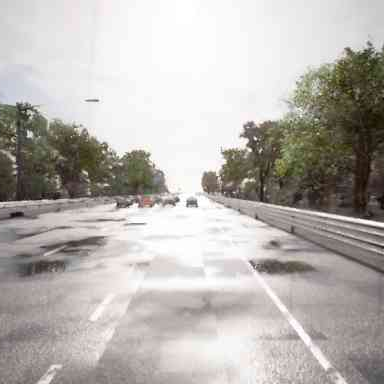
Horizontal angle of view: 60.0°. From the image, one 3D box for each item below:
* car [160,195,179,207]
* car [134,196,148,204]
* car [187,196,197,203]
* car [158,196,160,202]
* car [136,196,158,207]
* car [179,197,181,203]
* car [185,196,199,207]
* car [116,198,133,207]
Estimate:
[{"bbox_3d":[-3.499,1.533,51.618,1.837,1.490,4.892,0,0,0],"label":"car"},{"bbox_3d":[-10.496,1.559,69.323,2.128,1.511,4.902,0,0,0],"label":"car"},{"bbox_3d":[0.006,1.534,69.966,1.837,1.490,4.892,0,0,0],"label":"car"},{"bbox_3d":[-6.994,1.589,69.681,1.994,1.385,4.181,0,0,0],"label":"car"},{"bbox_3d":[-6.999,1.378,51.920,2.097,1.767,4.553,0,0,0],"label":"car"},{"bbox_3d":[-3.494,1.393,69.864,2.097,1.767,4.553,0,0,0],"label":"car"},{"bbox_3d":[0.001,1.503,51.622,1.882,1.535,5.008,0,0,0],"label":"car"},{"bbox_3d":[-10.498,1.592,52.097,1.994,1.385,4.181,0,0,0],"label":"car"}]
